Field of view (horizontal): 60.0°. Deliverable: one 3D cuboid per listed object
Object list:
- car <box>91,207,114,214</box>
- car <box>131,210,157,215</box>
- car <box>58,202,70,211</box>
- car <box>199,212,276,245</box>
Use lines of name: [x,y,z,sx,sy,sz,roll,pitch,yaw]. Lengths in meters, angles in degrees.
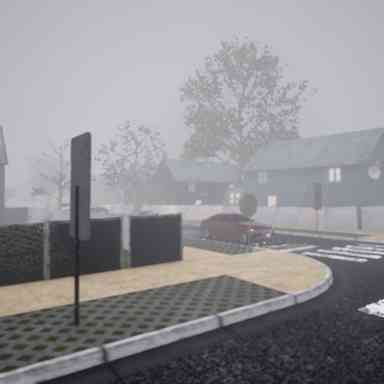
car: [-9.518,2.290,34.032,1.837,1.490,4.892,1,-2,-36]
car: [-3.497,2.094,25.526,1.994,1.385,4.181,1,-2,-35]
car: [-15.603,2.267,42.721,2.150,2.045,5.566,1,-2,-35]
car: [2.221,1.815,17.438,1.812,1.442,4.674,1,-2,-35]
